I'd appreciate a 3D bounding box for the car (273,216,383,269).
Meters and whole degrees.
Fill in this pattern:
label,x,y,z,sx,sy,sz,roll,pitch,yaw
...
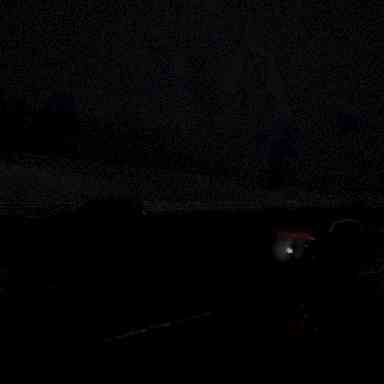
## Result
label,x,y,z,sx,sy,sz,roll,pitch,yaw
car,4.930,1.594,11.581,4.902,1.511,2.128,1,0,-36

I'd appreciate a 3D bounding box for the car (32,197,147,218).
label,x,y,z,sx,sy,sz,roll,pitch,yaw
car,-5.080,1.278,17.573,5.566,2.045,2.150,1,0,-36

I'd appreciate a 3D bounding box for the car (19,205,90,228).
label,x,y,z,sx,sy,sz,roll,pitch,yaw
car,-9.460,1.617,23.051,4.181,1.385,1.994,1,0,-36

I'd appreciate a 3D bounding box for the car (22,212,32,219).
label,x,y,z,sx,sy,sz,roll,pitch,yaw
car,-7.408,1.531,20.214,5.008,1.535,1.882,1,0,-36

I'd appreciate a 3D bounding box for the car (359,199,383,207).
label,x,y,z,sx,sy,sz,roll,pitch,yaw
car,24.897,1.968,44.117,5.357,1.411,2.033,1,0,-37

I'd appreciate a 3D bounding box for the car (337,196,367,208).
label,x,y,z,sx,sy,sz,roll,pitch,yaw
car,22.727,1.639,46.859,5.566,2.045,2.150,1,0,-37
